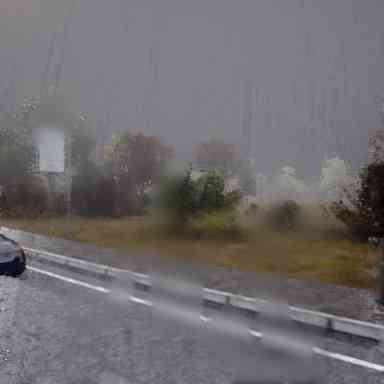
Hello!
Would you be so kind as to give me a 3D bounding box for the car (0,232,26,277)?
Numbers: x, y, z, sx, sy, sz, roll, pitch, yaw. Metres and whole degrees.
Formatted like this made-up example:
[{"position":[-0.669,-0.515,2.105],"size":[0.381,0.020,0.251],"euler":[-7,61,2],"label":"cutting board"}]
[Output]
[{"position":[-6.350,1.573,9.192],"size":[4.181,1.385,1.994],"euler":[0,0,40],"label":"car"}]
